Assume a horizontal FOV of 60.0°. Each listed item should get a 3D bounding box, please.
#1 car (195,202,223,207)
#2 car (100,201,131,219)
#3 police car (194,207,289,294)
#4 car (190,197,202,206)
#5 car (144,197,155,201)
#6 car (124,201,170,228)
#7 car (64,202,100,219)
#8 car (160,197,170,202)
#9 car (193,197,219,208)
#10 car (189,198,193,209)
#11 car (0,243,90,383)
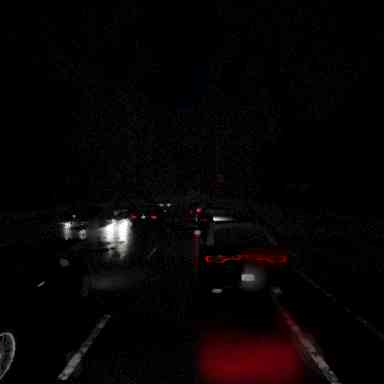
[{"bbox_3d":[1.211,1.534,18.808,1.812,1.442,4.674,0,0,1],"label":"car"},{"bbox_3d":[-6.237,1.544,29.789,2.128,1.511,4.902,0,0,1],"label":"car"},{"bbox_3d":[1.097,1.426,8.917,1.930,1.638,5.238,0,0,1],"label":"police car"},{"bbox_3d":[0.718,1.706,60.664,2.128,1.511,4.902,0,0,1],"label":"car"},{"bbox_3d":[-8.919,1.817,70.585,2.033,1.411,5.357,0,0,1],"label":"car"},{"bbox_3d":[-2.872,1.567,22.453,2.033,1.411,5.357,0,0,1],"label":"car"},{"bbox_3d":[-9.494,1.599,29.526,2.033,1.411,5.357,0,0,1],"label":"car"},{"bbox_3d":[-5.665,1.757,70.965,1.882,1.535,5.008,0,0,1],"label":"car"},{"bbox_3d":[1.279,1.380,24.780,2.097,1.767,4.553,0,0,1],"label":"car"},{"bbox_3d":[0.584,1.664,46.438,1.812,1.442,4.674,0,0,1],"label":"car"},{"bbox_3d":[-3.072,1.526,5.148,1.812,1.442,4.674,0,0,1],"label":"car"}]
